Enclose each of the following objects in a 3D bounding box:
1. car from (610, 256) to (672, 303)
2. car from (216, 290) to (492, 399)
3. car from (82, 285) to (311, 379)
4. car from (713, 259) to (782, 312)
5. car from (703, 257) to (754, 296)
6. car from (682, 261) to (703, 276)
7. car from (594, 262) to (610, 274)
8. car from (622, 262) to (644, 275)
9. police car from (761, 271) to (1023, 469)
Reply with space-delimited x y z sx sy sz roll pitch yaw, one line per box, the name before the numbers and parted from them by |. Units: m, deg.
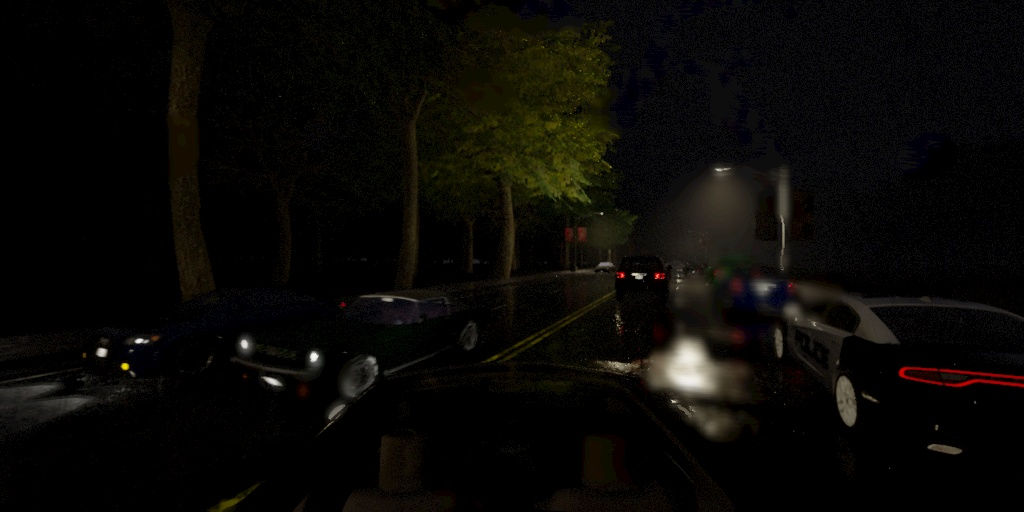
car | 6.449 1.025 17.457 2.150 2.045 5.566 0 -1 25
car | -2.257 1.361 6.763 1.895 1.301 4.718 0 0 25
car | -5.548 1.320 7.387 1.994 1.385 4.181 0 0 25
car | 9.444 1.153 14.094 2.097 1.767 4.553 0 0 25
car | 11.973 1.050 19.601 2.150 2.045 5.566 0 0 25
car | 20.286 1.437 39.964 1.837 1.490 4.892 0 0 25
car | 11.775 1.482 45.102 2.033 1.411 5.357 0 0 25
car | 15.244 1.491 44.870 2.033 1.411 5.357 0 0 25
police car | 5.329 1.194 5.132 1.930 1.638 5.238 0 0 25
